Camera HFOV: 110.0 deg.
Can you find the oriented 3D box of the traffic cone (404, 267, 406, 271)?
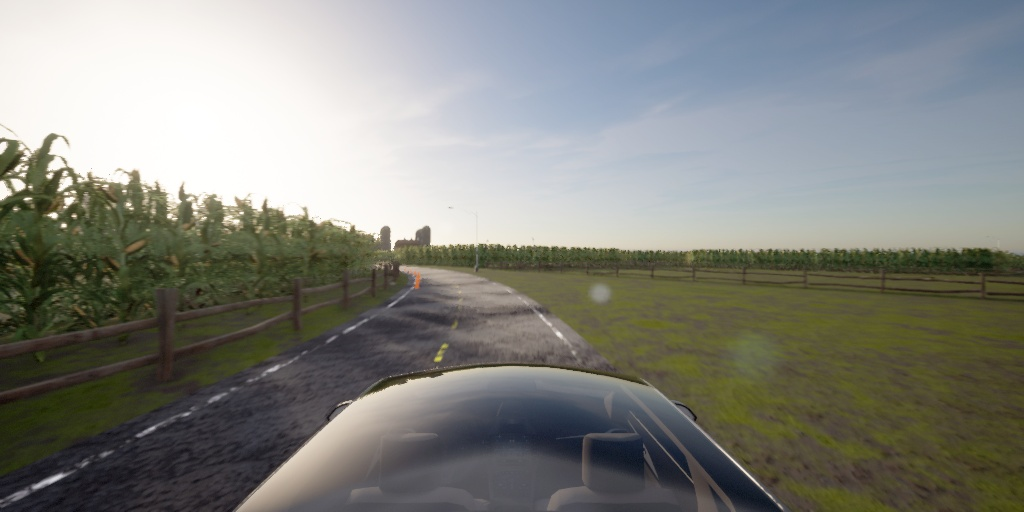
[{"bbox_3d":[-13.418,1.593,44.839,0.340,0.580,0.340,0,0,-25],"label":"traffic cone"}]

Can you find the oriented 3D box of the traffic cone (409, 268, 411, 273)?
[{"bbox_3d":[-11.437,1.610,40.381,0.340,0.580,0.340,0,0,-23],"label":"traffic cone"}]

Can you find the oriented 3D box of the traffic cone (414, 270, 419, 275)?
[{"bbox_3d":[-8.137,1.641,31.201,0.340,0.580,0.340,0,0,-17],"label":"traffic cone"}]

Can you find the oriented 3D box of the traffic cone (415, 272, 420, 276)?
[{"bbox_3d":[-6.826,1.654,26.502,0.340,0.580,0.340,0,0,-14],"label":"traffic cone"}]

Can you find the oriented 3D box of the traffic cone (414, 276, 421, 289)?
[{"bbox_3d":[-5.746,1.666,21.744,0.340,0.580,0.340,0,0,-11],"label":"traffic cone"}]
